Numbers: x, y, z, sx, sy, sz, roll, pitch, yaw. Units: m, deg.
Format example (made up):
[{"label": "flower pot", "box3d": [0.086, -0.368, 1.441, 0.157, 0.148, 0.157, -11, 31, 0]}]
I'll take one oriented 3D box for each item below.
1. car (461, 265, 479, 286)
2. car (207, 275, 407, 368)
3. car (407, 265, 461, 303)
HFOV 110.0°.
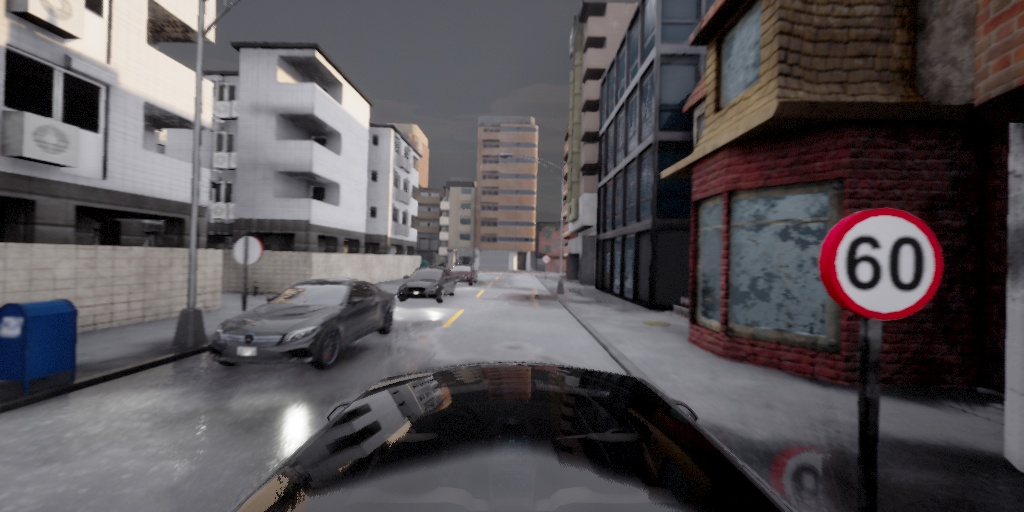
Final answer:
[{"label": "car", "box3d": [-3.665, 1.371, 26.918, 1.812, 1.442, 4.674, 2, 0, 1]}, {"label": "car", "box3d": [-4.004, 1.215, 7.811, 1.812, 1.442, 4.674, 2, 0, 1]}, {"label": "car", "box3d": [-3.848, 1.269, 16.988, 1.837, 1.490, 4.892, 2, 0, 1]}]
